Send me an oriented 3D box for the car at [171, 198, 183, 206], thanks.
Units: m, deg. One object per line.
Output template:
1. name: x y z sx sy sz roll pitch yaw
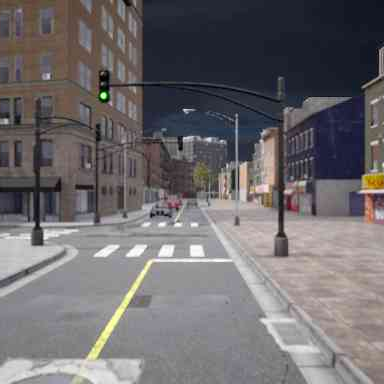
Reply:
1. car: -2.827 1.944 63.721 2.033 1.411 5.357 0 0 0

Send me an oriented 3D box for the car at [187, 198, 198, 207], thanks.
1. car: 0.057 1.857 59.018 2.128 1.511 4.902 0 0 0

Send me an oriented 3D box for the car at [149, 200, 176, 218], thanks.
1. car: -2.872 1.756 31.854 1.994 1.385 4.181 0 0 0

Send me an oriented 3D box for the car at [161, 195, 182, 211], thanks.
1. car: -2.876 1.497 45.279 2.150 2.045 5.566 0 0 0
